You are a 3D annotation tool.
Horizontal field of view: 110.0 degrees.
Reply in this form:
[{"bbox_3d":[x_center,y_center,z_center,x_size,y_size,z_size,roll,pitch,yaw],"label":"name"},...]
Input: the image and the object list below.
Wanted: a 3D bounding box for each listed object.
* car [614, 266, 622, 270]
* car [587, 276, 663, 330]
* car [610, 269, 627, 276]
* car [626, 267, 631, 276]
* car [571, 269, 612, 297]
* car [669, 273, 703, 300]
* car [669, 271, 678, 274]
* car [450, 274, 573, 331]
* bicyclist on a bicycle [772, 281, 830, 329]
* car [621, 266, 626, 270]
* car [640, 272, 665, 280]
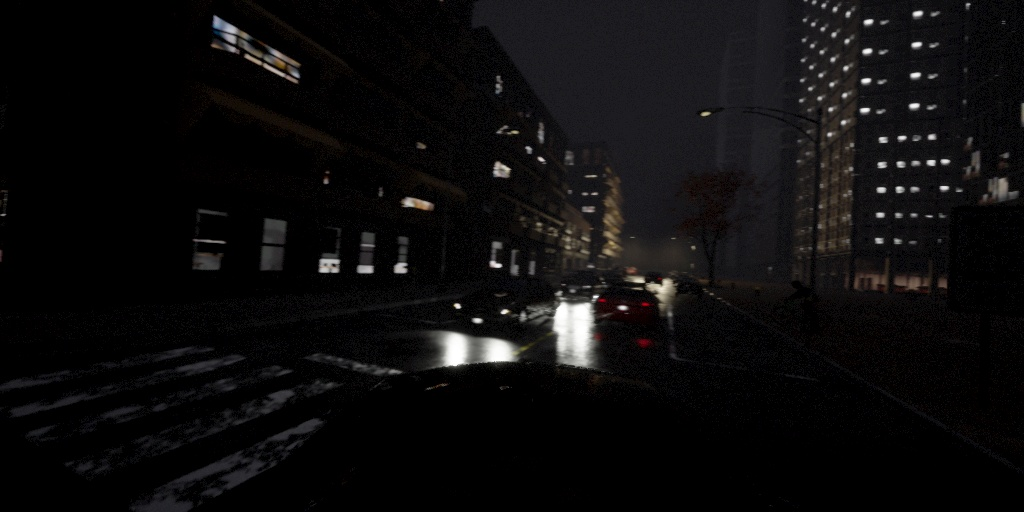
[{"bbox_3d":[13.389,2.501,48.733,1.948,1.339,4.313,0,0,23],"label":"car"},{"bbox_3d":[4.168,1.615,12.762,1.994,1.385,4.181,3,-1,23],"label":"car"},{"bbox_3d":[8.204,2.053,30.147,1.895,1.301,4.718,3,-1,24],"label":"car"},{"bbox_3d":[17.813,2.608,58.950,2.192,1.841,5.009,0,0,23],"label":"car"},{"bbox_3d":[4.122,1.615,20.723,2.128,1.511,4.902,3,-1,24],"label":"car"},{"bbox_3d":[12.216,2.188,24.959,2.007,1.370,4.403,0,0,23],"label":"car"},{"bbox_3d":[16.640,2.545,35.176,2.007,1.370,4.403,0,0,23],"label":"car"},{"bbox_3d":[0.184,1.356,11.645,2.033,1.411,5.357,3,-1,23],"label":"car"},{"bbox_3d":[10.099,1.696,12.547,1.656,1.620,0.582,3,-1,23],"label":"bicyclist on a bicycle"},{"bbox_3d":[15.533,2.639,53.685,1.751,1.417,4.829,0,0,23],"label":"car"},{"bbox_3d":[15.024,2.432,37.984,1.837,1.490,4.892,3,0,24],"label":"car"}]
